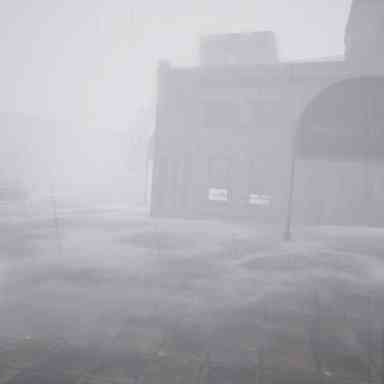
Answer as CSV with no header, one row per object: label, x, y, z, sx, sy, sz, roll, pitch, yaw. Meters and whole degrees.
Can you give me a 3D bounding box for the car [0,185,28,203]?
car,-15.704,0.169,27.399,2.128,1.511,4.902,4,3,10
